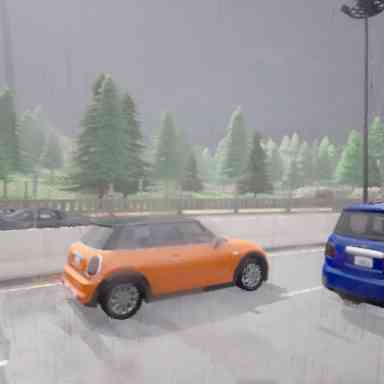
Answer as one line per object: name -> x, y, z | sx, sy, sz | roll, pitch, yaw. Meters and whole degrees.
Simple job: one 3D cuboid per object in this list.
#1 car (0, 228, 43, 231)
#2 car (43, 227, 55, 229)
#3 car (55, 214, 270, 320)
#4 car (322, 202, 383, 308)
car -> -7.793, 1.452, 11.186 | 4.674, 1.442, 1.812 | 0, 0, -34
car -> -7.490, 1.465, 15.677 | 5.357, 1.411, 2.033 | 0, 0, -34
car -> -0.391, 1.330, 7.464 | 4.553, 1.767, 2.097 | 0, 0, -33
car -> 5.108, 1.233, 6.769 | 5.566, 2.045, 2.150 | 0, 0, -30
